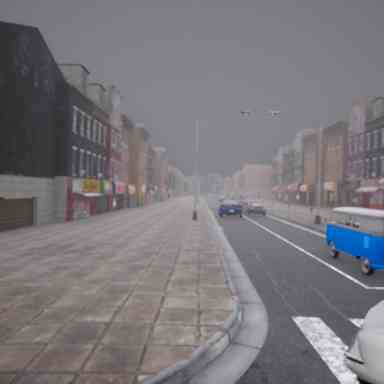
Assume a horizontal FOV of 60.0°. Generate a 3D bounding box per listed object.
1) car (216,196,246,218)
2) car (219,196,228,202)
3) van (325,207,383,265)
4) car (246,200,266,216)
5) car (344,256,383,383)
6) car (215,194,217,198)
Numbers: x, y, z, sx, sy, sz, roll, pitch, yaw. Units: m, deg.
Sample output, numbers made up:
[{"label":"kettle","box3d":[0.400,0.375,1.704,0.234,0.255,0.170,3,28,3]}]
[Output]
[{"label":"car","box3d":[3.387,1.421,30.139,1.882,1.535,5.008,2,0,1]},{"label":"car","box3d":[7.132,1.596,75.946,1.802,1.307,4.206,1,0,1]},{"label":"van","box3d":[5.554,1.419,10.360,1.690,1.788,3.998,2,0,1]},{"label":"car","box3d":[6.076,1.599,32.223,1.802,1.307,4.206,2,0,1]},{"label":"car","box3d":[3.868,1.614,2.608,4.718,1.301,1.895,0,-1,40]},{"label":"car","box3d":[7.267,1.464,81.411,1.967,1.590,4.097,1,0,1]}]
